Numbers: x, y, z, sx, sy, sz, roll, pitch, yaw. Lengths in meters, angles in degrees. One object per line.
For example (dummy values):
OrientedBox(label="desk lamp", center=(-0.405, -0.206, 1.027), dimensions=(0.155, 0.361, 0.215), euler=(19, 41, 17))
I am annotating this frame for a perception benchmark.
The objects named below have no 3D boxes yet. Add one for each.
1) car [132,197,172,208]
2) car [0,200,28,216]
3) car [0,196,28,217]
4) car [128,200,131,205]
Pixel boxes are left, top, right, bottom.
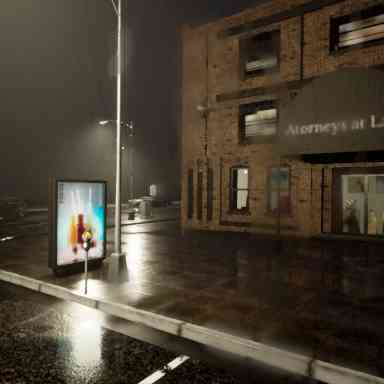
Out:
OrientedBox(label="car", center=(-4.803, 1.312, 42.611), dimensions=(2.033, 1.411, 5.357), euler=(1, 1, 36))
OrientedBox(label="car", center=(-17.745, 1.429, 30.348), dimensions=(1.895, 1.301, 4.718), euler=(1, 1, 33))
OrientedBox(label="car", center=(-16.006, 1.232, 27.136), dimensions=(2.097, 1.767, 4.553), euler=(1, 1, 35))
OrientedBox(label="car", center=(-6.525, 1.315, 45.755), dimensions=(1.895, 1.301, 4.718), euler=(1, 1, 36))
